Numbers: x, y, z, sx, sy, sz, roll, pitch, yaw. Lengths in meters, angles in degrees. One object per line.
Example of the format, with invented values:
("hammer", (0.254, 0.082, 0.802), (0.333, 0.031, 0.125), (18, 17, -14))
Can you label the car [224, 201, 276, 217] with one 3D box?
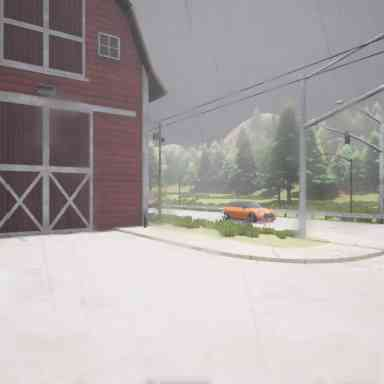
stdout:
("car", (4.595, 1.536, 26.953), (2.097, 1.767, 4.553), (0, 0, -34))

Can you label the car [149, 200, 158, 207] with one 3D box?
("car", (-6.523, 1.852, 49.614), (1.812, 1.442, 4.674), (0, 0, -34))
